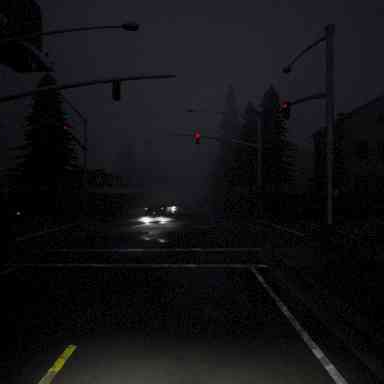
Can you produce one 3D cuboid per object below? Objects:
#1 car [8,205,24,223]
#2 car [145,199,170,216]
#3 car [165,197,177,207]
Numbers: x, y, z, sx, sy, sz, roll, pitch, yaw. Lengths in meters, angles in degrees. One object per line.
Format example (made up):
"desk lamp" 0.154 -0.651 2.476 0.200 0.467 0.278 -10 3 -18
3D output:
"car" -13.255 1.368 21.590 4.181 1.385 1.994 0 0 1
"car" -3.468 1.601 32.384 1.895 1.301 4.718 0 0 -1
"car" -3.414 1.492 52.009 2.128 1.511 4.902 0 0 1
